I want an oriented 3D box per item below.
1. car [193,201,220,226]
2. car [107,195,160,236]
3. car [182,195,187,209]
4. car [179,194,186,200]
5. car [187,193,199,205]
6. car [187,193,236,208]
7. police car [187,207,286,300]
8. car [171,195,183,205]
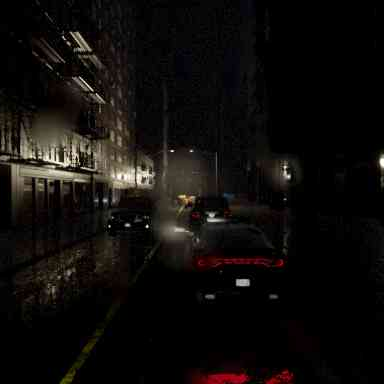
[{"bbox_3d":[0.962,1.505,24.451,1.837,1.490,4.892,0,0,0],"label":"car"},{"bbox_3d":[-3.055,1.219,18.560,2.150,2.045,5.566,0,0,0],"label":"car"},{"bbox_3d":[0.147,1.369,45.570,2.097,1.767,4.553,0,0,1],"label":"car"},{"bbox_3d":[-2.761,1.472,95.294,1.882,1.535,5.008,0,0,0],"label":"car"},{"bbox_3d":[0.150,1.255,59.564,2.150,2.045,5.566,0,0,0],"label":"car"},{"bbox_3d":[0.947,1.223,18.480,2.150,2.045,5.566,0,0,0],"label":"car"},{"bbox_3d":[0.920,1.424,8.560,1.930,1.638,5.238,0,0,0],"label":"police car"},{"bbox_3d":[-2.907,1.561,61.893,1.812,1.442,4.674,0,0,1],"label":"car"}]
